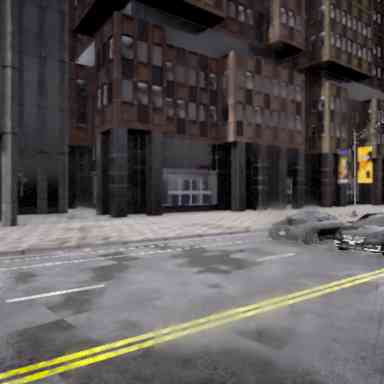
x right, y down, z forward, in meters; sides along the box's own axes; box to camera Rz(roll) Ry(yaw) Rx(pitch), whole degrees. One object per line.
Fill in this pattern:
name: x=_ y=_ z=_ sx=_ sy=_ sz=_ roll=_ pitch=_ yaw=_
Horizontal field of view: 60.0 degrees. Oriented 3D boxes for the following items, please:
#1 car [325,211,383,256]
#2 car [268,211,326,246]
car: x=7.597 y=1.543 z=13.100 sx=4.892 sy=1.490 sz=1.837 roll=0 pitch=0 yaw=-36
car: x=5.534 y=1.602 z=15.620 sx=4.181 sy=1.385 sz=1.994 roll=0 pitch=0 yaw=-36
